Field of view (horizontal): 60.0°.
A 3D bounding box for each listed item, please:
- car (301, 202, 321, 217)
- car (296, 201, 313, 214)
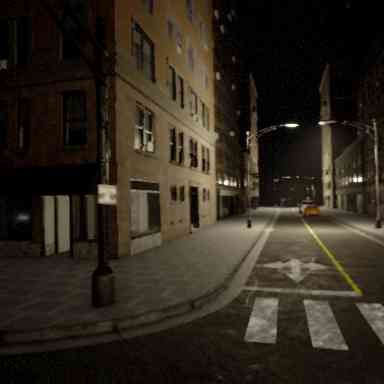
[{"bbox_3d":[15.333,2.395,42.510,1.882,1.535,5.008,-2,-2,17],"label":"car"},{"bbox_3d":[18.027,2.369,52.170,2.150,2.045,5.566,-2,-2,16],"label":"car"}]
